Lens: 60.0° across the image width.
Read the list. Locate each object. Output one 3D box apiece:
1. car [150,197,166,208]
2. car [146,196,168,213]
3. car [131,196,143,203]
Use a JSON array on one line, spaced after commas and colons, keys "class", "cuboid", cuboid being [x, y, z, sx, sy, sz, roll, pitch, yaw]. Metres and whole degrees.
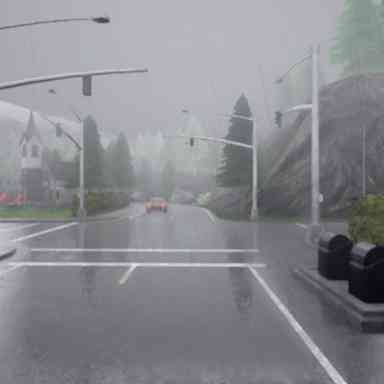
[{"class": "car", "cuboid": [-4.976, 1.476, 48.695, 1.837, 1.490, 4.892, 0, 0, -11]}, {"class": "car", "cuboid": [-3.780, 1.330, 36.532, 2.097, 1.767, 4.553, 0, 0, -2]}, {"class": "car", "cuboid": [-11.152, 1.525, 65.974, 1.994, 1.385, 4.181, 0, 0, -30]}]
